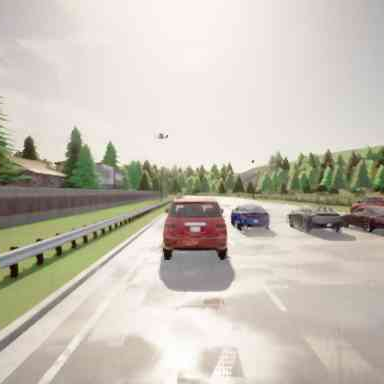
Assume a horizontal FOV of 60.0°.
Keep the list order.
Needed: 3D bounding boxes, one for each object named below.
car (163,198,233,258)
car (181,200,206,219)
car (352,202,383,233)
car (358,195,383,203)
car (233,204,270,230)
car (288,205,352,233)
[{"bbox_3d":[0.102,1.234,12.888,2.150,2.045,5.566,0,0,0],"label":"car"},{"bbox_3d":[0.106,1.520,30.886,2.128,1.511,4.902,0,0,0],"label":"car"},{"bbox_3d":[10.591,1.543,19.699,1.812,1.442,4.674,0,0,0],"label":"car"},{"bbox_3d":[14.106,1.244,25.050,2.150,2.045,5.566,0,0,0],"label":"car"},{"bbox_3d":[3.604,1.497,21.248,1.882,1.535,5.008,0,0,0],"label":"car"},{"bbox_3d":[7.104,1.509,19.656,2.128,1.511,4.902,0,0,0],"label":"car"}]
